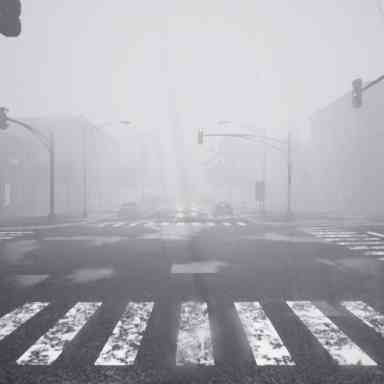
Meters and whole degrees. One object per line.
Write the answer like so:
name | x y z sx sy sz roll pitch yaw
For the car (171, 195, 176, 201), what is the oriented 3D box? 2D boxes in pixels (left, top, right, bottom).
car | -5.396 1.544 80.308 1.947 1.339 4.313 0 0 0

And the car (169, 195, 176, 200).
car | -5.355 1.557 91.400 1.802 1.307 4.206 0 0 0

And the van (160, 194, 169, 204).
van | -5.480 1.326 58.123 1.690 1.788 3.998 0 0 0

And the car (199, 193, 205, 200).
car | 2.964 1.546 74.730 1.947 1.339 4.313 -1 0 0

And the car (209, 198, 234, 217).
car | 2.800 1.518 30.530 1.752 1.417 4.829 -1 0 0

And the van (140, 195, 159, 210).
van | -5.541 1.331 41.484 1.690 1.788 3.998 0 0 0

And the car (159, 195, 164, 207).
car | -5.519 1.533 47.031 1.887 1.381 4.507 0 0 0

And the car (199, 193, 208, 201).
car | 3.003 1.292 85.823 2.192 1.841 5.009 -1 0 0

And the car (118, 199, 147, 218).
car | -5.580 1.575 30.392 1.802 1.307 4.206 0 0 0

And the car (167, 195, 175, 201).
car | -5.375 1.521 85.854 1.887 1.381 4.507 0 0 0

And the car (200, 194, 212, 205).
car | 2.903 1.536 58.092 2.008 1.369 4.403 -1 0 0

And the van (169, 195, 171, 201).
van | -5.459 1.325 63.669 1.690 1.788 3.998 0 0 0
